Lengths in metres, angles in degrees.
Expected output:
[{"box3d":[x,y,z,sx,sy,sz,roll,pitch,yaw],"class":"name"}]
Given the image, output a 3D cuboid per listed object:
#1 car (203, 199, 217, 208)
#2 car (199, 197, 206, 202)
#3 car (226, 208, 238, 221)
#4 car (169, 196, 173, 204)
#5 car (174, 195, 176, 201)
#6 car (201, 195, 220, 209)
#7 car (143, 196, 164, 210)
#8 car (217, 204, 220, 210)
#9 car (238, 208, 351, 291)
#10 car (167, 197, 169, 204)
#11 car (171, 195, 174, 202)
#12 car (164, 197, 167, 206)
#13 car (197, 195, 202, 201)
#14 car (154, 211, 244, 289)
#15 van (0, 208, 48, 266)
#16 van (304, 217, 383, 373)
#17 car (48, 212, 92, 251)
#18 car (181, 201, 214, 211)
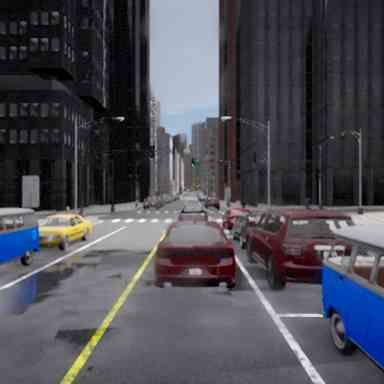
[{"box3d":[2.853,1.810,52.822,1.947,1.339,4.313,0,0,0],"class":"car"},{"box3d":[2.924,2.053,92.329,1.947,1.339,4.313,0,0,0],"class":"car"},{"box3d":[2.787,1.612,14.613,2.008,1.369,4.403,0,0,0],"class":"car"},{"box3d":[-5.642,1.906,69.776,1.947,1.339,4.313,0,0,0],"class":"car"},{"box3d":[-5.622,1.957,81.062,1.887,1.381,4.507,0,0,0],"class":"car"},{"box3d":[2.842,1.530,47.179,2.192,1.841,5.009,0,0,0],"class":"car"},{"box3d":[-5.683,1.530,47.204,2.192,1.841,5.009,0,0,0],"class":"car"},{"box3d":[2.796,1.631,20.138,1.887,1.381,4.507,0,0,0],"class":"car"},{"box3d":[2.778,1.353,9.088,2.192,1.841,5.009,0,0,0],"class":"car"},{"box3d":[-5.661,1.840,58.489,1.947,1.339,4.313,0,0,0],"class":"car"},{"box3d":[-5.632,1.899,75.249,1.752,1.417,4.829,0,0,0],"class":"car"},{"box3d":[-5.673,1.559,52.848,2.192,1.841,5.009,0,0,0],"class":"car"},{"box3d":[2.913,1.995,86.684,1.887,1.381,4.507,0,0,0],"class":"car"},{"box3d":[0.089,1.517,9.367,1.882,1.535,5.008,0,0,0],"class":"car"},{"box3d":[-5.752,1.379,9.116,1.690,1.788,3.998,0,0,0],"class":"van"},{"box3d":[2.769,1.356,3.562,1.690,1.788,3.998,0,0,0],"class":"van"},{"box3d":[-5.741,1.586,14.469,1.752,1.417,4.829,0,0,0],"class":"car"},{"box3d":[0.201,1.590,22.843,2.128,1.511,4.902,0,0,4],"class":"car"}]
